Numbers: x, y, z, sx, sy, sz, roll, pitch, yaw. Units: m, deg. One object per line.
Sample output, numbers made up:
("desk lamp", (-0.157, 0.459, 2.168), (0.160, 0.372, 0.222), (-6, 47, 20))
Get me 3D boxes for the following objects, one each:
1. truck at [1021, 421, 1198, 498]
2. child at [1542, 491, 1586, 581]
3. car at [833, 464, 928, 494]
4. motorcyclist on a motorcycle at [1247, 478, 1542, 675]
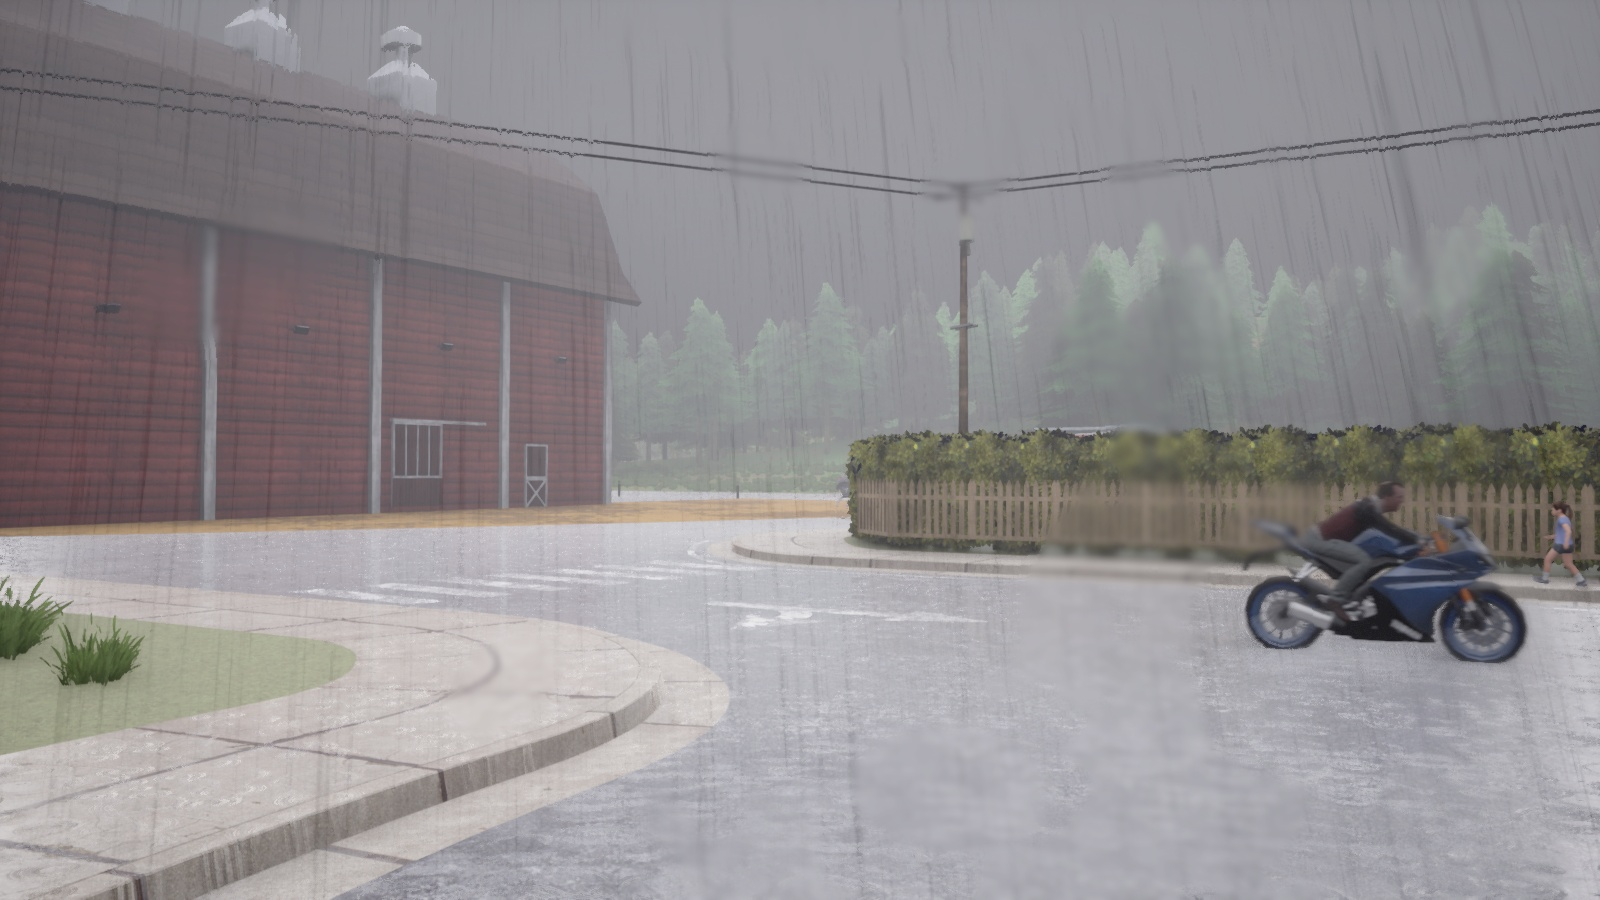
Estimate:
("truck", (16.103, 0.554, 65.546), (8.468, 3.827, 2.891), (-1, -1, 31))
("child", (9.670, 1.080, 15.900), (0.255, 1.110, 0.394), (1, -1, -40))
("car", (4.605, 1.660, 72.429), (5.027, 1.651, 2.152), (-1, -1, 31))
("motorcyclist on a motorcycle", (5.058, 1.011, 10.736), (2.191, 1.530, 0.866), (-1, -1, 31))
